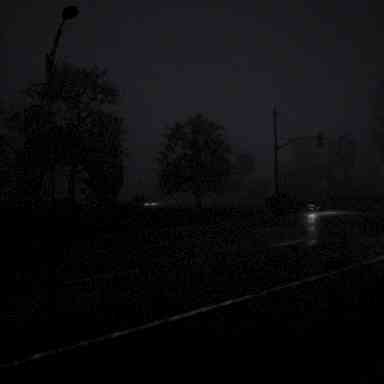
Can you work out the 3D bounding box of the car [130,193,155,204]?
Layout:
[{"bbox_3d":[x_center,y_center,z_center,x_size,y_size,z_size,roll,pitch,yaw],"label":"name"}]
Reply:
[{"bbox_3d":[-6.889,0.908,46.473,1.994,1.385,4.181,-3,2,-39],"label":"car"}]

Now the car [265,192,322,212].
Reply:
[{"bbox_3d":[8.160,0.836,27.143,1.837,1.490,4.892,-3,4,-36],"label":"car"}]
